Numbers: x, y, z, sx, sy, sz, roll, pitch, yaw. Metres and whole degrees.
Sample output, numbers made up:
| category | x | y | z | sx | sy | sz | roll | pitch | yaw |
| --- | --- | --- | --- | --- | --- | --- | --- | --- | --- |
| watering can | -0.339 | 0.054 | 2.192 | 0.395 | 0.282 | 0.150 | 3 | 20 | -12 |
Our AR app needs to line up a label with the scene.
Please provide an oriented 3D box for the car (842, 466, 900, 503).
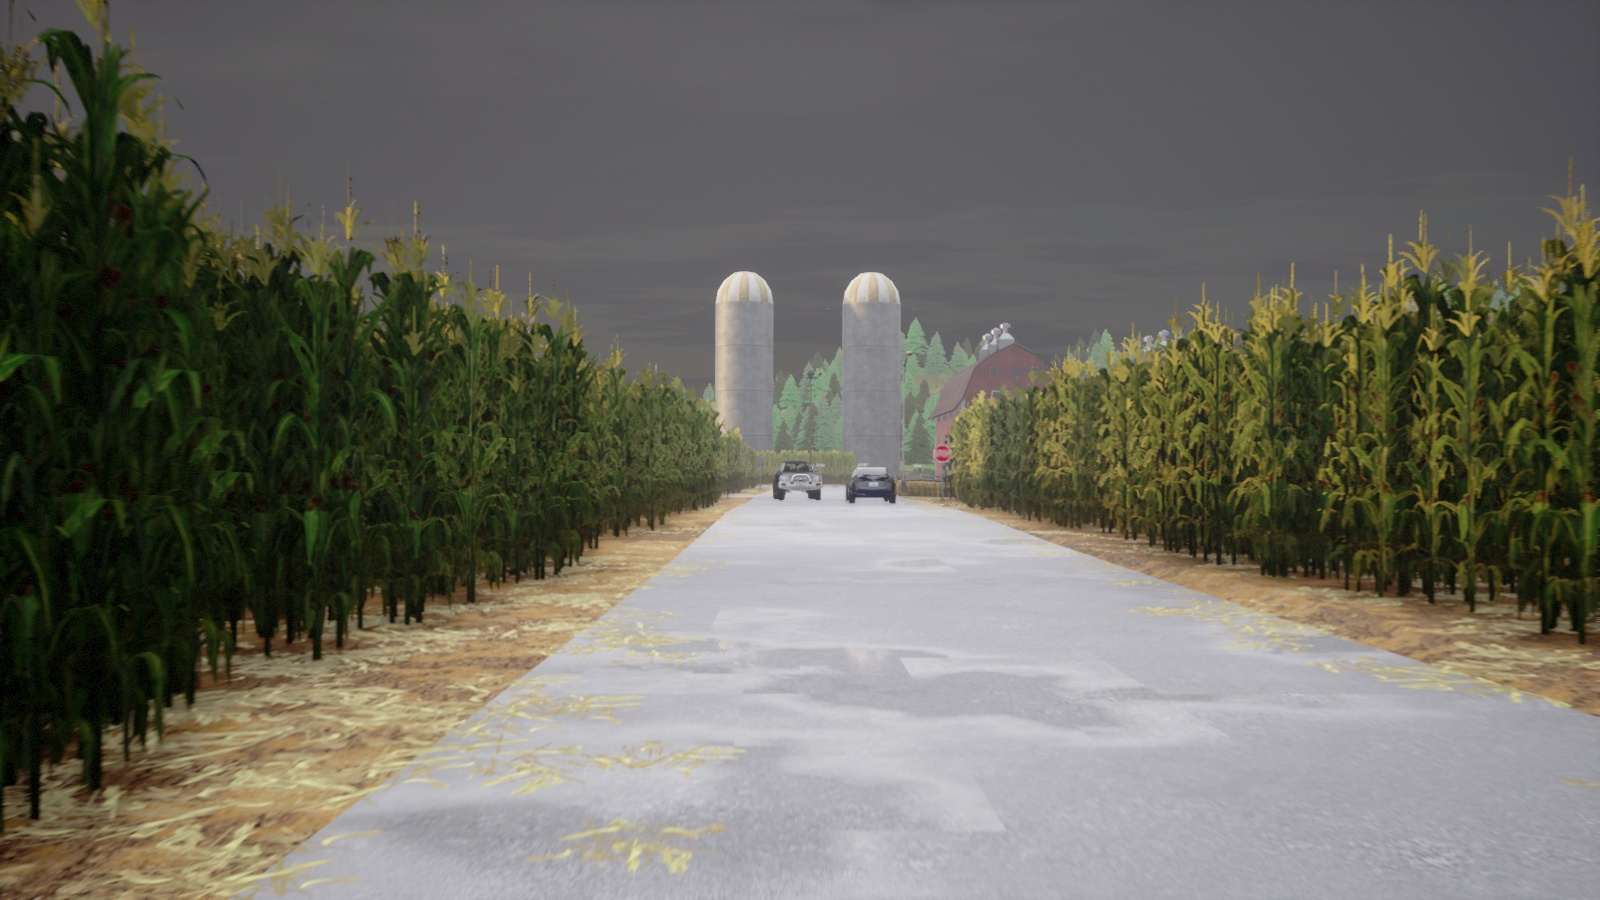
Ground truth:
| category | x | y | z | sx | sy | sz | roll | pitch | yaw |
| --- | --- | --- | --- | --- | --- | --- | --- | --- | --- |
| car | 2.969 | 1.453 | 53.213 | 2.163 | 1.488 | 4.792 | 0 | -1 | 0 |

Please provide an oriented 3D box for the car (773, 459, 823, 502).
| category | x | y | z | sx | sy | sz | roll | pitch | yaw |
| --- | --- | --- | --- | --- | --- | --- | --- | --- | --- |
| car | -0.132 | 1.338 | 56.717 | 1.932 | 1.855 | 4.605 | 0 | -1 | -5 |
